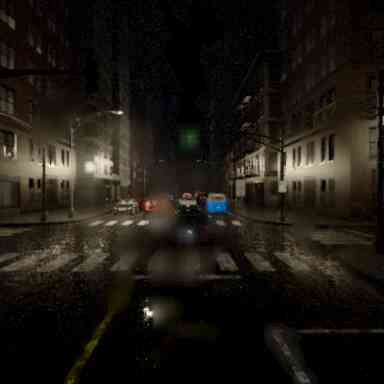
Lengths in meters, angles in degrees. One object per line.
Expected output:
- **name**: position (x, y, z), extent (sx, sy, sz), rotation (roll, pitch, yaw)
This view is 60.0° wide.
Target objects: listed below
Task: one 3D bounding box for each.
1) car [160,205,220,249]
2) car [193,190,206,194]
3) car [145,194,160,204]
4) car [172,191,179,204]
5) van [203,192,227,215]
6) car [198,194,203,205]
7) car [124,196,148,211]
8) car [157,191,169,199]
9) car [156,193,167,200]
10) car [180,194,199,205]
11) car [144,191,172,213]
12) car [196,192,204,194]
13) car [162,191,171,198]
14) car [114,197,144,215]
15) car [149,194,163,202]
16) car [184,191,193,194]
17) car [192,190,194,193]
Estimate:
- **car**: position (-0.102, 1.441, 13.949), extent (1.994, 1.385, 4.181), rotation (0, 0, -1)
- **car**: position (1.783, 0.770, 58.300), extent (2.192, 1.841, 5.009), rotation (0, 1, -1)
- **car**: position (-6.156, 1.039, 52.327), extent (1.752, 1.417, 4.829), rotation (0, 1, -1)
- **car**: position (-3.552, 1.028, 50.079), extent (2.128, 1.511, 4.902), rotation (0, 0, 0)
- **van**: position (2.200, 1.065, 29.898), extent (1.690, 1.788, 3.998), rotation (0, 1, -1)
- **car**: position (2.033, 1.201, 41.260), extent (1.802, 1.307, 4.206), rotation (0, 1, -1)
- **car**: position (-5.907, 1.217, 35.453), extent (1.887, 1.381, 4.507), rotation (0, 1, -1)
- **car**: position (-6.493, 0.603, 75.218), extent (2.192, 1.841, 5.009), rotation (0, 1, -1)
- **car**: position (-6.409, 0.910, 69.540), extent (1.947, 1.339, 4.313), rotation (0, 1, -1)
- **car**: position (-0.483, 1.235, 39.628), extent (1.895, 1.301, 4.718), rotation (0, 1, -1)
- **car**: position (-3.314, 1.053, 32.343), extent (2.097, 1.767, 4.553), rotation (0, 1, -1)
- **car**: position (1.866, 1.093, 52.621), extent (1.802, 1.307, 4.206), rotation (0, 1, -1)
- **car**: position (-6.660, 0.616, 86.581), extent (1.967, 1.590, 4.097), rotation (0, 1, -1)
- **car**: position (-5.824, 1.276, 29.773), extent (2.008, 1.369, 4.403), rotation (0, 1, -1)
- **car**: position (-6.242, 1.022, 58.178), extent (1.947, 1.339, 4.313), rotation (0, 1, -1)
- **car**: position (-1.034, 0.930, 70.430), extent (1.895, 1.301, 4.718), rotation (0, 1, -1)
- **car**: position (1.615, 0.783, 69.661), extent (1.967, 1.590, 4.097), rotation (0, 1, -1)
